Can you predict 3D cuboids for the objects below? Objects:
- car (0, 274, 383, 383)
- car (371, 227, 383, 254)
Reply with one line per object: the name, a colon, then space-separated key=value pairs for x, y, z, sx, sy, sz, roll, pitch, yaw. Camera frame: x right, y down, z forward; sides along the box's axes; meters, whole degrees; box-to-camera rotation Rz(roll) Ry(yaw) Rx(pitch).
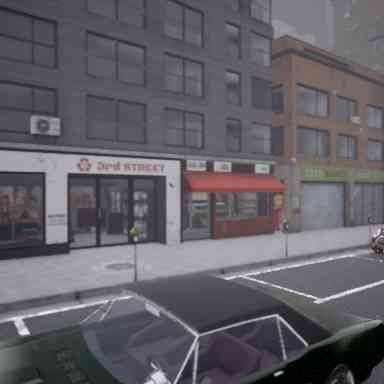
car: x=-0.249 y=1.614 z=3.076 sx=4.718 sy=1.301 sz=1.895 roll=1 pitch=0 yaw=-35
car: x=8.684 y=1.565 z=12.829 sx=4.097 sy=1.590 sz=1.967 roll=1 pitch=-1 yaw=-35
